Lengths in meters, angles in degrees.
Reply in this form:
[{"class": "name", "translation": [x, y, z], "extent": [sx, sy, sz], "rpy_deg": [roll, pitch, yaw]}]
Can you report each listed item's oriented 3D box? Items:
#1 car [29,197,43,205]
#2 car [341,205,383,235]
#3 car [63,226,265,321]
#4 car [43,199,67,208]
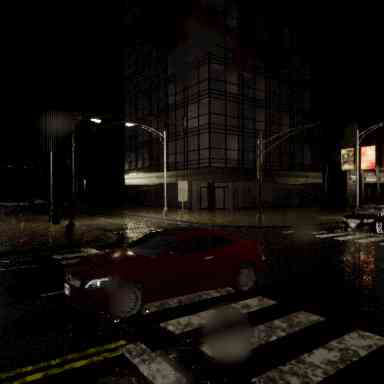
[{"class": "car", "translation": [-28.697, 1.691, 61.443], "extent": [2.033, 1.411, 5.357], "rpy_deg": [0, 0, -36]}, {"class": "car", "translation": [10.538, 1.495, 19.083], "extent": [4.902, 1.511, 2.128], "rpy_deg": [0, 0, -35]}, {"class": "car", "translation": [-0.369, 1.525, 7.394], "extent": [4.674, 1.442, 1.812], "rpy_deg": [0, 0, -35]}, {"class": "car", "translation": [-19.919, 1.698, 48.773], "extent": [1.895, 1.301, 4.718], "rpy_deg": [0, 0, -35]}]
